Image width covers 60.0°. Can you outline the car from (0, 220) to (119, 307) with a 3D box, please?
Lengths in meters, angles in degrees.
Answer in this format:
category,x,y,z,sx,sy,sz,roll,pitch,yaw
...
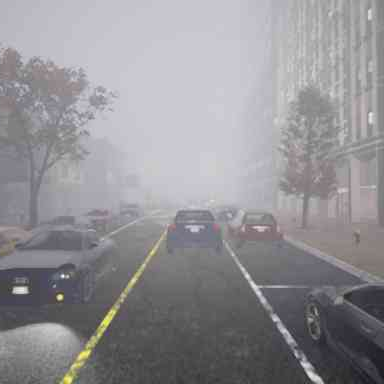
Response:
category,x,y,z,sx,sy,sz,roll,pitch,yaw
car,-3.102,1.599,8.002,1.994,1.385,4.181,0,0,0

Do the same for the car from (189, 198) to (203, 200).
category,x,y,z,sx,sy,sz,roll,pitch,yaw
car,0.101,1.782,40.597,1.895,1.301,4.718,0,0,0

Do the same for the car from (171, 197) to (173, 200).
category,x,y,z,sx,sy,sz,roll,pitch,yaw
car,-5.677,1.635,71.267,2.192,1.841,5.009,1,0,0

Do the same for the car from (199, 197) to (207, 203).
category,x,y,z,sx,sy,sz,roll,pitch,yaw
car,2.665,1.937,82.500,1.947,1.339,4.313,1,0,0

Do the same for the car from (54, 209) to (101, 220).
category,x,y,z,sx,sy,sz,roll,pitch,yaw
car,-5.680,1.648,14.826,1.802,1.307,4.206,1,0,0

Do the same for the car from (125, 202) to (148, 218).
category,x,y,z,sx,sy,sz,roll,pitch,yaw
car,-5.680,1.707,31.758,1.947,1.339,4.313,1,0,0

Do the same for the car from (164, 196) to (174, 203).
category,x,y,z,sx,sy,sz,roll,pitch,yaw
car,-5.680,1.812,82.555,1.967,1.590,4.097,1,0,0

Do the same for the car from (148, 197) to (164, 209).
category,x,y,z,sx,sy,sz,roll,pitch,yaw
car,-5.681,1.768,48.690,2.008,1.369,4.403,1,0,0

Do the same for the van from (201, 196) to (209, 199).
category,x,y,z,sx,sy,sz,roll,pitch,yaw
van,2.669,1.635,65.569,1.690,1.788,3.998,1,0,0

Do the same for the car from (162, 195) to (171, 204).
category,x,y,z,sx,sy,sz,roll,pitch,yaw
car,-5.681,1.876,65.622,1.802,1.307,4.206,1,0,0

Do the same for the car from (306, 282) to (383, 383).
category,x,y,z,sx,sy,sz,roll,pitch,yaw
car,2.668,1.582,3.483,1.947,1.339,4.313,1,0,0

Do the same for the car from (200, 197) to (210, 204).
category,x,y,z,sx,sy,sz,roll,pitch,yaw
car,2.666,1.886,71.211,1.947,1.339,4.313,1,0,0

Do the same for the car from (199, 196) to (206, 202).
category,x,y,z,sx,sy,sz,roll,pitch,yaw
car,2.836,1.924,88.314,1.752,1.417,4.829,1,0,0

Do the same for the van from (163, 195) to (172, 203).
category,x,y,z,sx,sy,sz,roll,pitch,yaw
van,-5.678,1.687,76.911,1.690,1.788,3.998,1,0,0

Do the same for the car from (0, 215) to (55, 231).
category,x,y,z,sx,sy,sz,roll,pitch,yaw
car,-5.679,1.565,9.012,1.752,1.417,4.829,1,0,0

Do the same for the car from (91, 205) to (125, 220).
category,x,y,z,sx,sy,sz,roll,pitch,yaw
car,-5.679,1.635,20.470,1.887,1.381,4.507,1,0,0

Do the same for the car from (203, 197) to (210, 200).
category,x,y,z,sx,sy,sz,roll,pitch,yaw
car,2.667,1.718,43.162,1.752,1.417,4.829,1,0,0

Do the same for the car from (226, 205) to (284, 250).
category,x,y,z,sx,sy,sz,roll,pitch,yaw
car,2.669,1.506,14.772,1.967,1.590,4.097,1,0,0

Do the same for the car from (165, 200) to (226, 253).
category,x,y,z,sx,sy,sz,roll,pitch,yaw
car,0.070,1.415,14.245,2.097,1.767,4.553,0,0,-1

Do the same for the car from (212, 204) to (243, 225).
category,x,y,z,sx,sy,sz,roll,pitch,yaw
car,2.667,1.682,26.060,1.947,1.339,4.313,1,0,0
